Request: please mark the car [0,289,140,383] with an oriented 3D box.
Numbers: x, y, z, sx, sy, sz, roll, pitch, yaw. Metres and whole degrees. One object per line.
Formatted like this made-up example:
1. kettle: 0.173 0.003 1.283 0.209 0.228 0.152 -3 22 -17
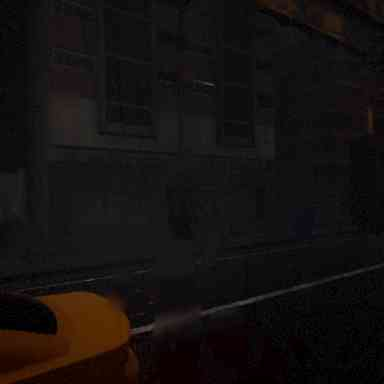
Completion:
1. car: -2.780 1.478 2.009 5.008 1.535 1.882 0 0 -36
